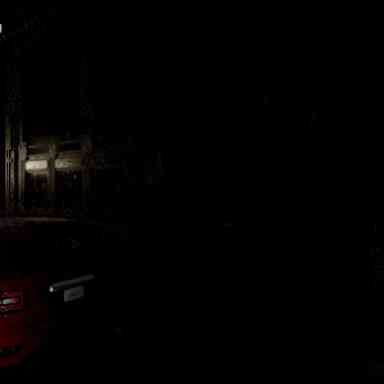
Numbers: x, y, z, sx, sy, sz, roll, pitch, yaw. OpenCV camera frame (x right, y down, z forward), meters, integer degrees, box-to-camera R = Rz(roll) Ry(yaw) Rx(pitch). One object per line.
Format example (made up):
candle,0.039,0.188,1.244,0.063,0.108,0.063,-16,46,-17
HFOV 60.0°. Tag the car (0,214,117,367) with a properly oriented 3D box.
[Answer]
car,-3.350,1.275,5.355,5.009,1.841,2.192,0,0,35

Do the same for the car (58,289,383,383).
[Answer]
car,1.214,1.581,2.099,4.206,1.307,1.802,0,0,35
